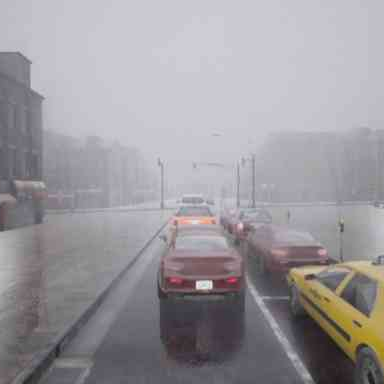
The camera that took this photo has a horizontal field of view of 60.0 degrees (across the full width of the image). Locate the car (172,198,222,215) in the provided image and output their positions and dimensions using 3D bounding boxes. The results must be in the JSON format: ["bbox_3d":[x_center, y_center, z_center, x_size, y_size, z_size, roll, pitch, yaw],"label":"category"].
[{"bbox_3d":[0.125,1.358,15.820,2.097,1.767,4.553,0,0,0],"label":"car"}]

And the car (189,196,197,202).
[{"bbox_3d":[0.204,1.746,83.279,1.837,1.490,4.892,0,0,0],"label":"car"}]

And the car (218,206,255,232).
[{"bbox_3d":[2.684,1.594,20.873,1.802,1.307,4.206,0,0,0],"label":"car"}]

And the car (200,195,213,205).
[{"bbox_3d":[2.784,1.467,63.619,2.192,1.841,5.009,-1,0,0],"label":"car"}]

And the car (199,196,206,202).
[{"bbox_3d":[2.852,1.824,90.800,1.752,1.417,4.829,-1,0,0],"label":"car"}]

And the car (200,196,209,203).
[{"bbox_3d":[2.812,1.646,74.423,1.967,1.590,4.097,-1,0,0],"label":"car"}]

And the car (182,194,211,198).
[{"bbox_3d":[0.097,1.242,25.917,2.150,2.045,5.566,0,0,1],"label":"car"}]

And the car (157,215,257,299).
[{"bbox_3d":[0.146,1.527,8.346,1.812,1.442,4.674,0,0,-2],"label":"car"}]

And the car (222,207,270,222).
[{"bbox_3d":[2.670,1.446,15.407,1.967,1.590,4.097,0,0,0],"label":"car"}]

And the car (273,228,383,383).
[{"bbox_3d":[2.644,1.525,4.643,1.752,1.417,4.829,0,0,0],"label":"car"}]

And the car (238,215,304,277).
[{"bbox_3d":[2.657,1.584,9.941,1.802,1.307,4.206,0,0,0],"label":"car"}]

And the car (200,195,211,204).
[{"bbox_3d":[2.797,1.493,69.022,2.192,1.841,5.009,-1,0,0],"label":"car"}]

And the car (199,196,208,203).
[{"bbox_3d":[2.825,1.675,79.826,1.967,1.590,4.097,-1,0,0],"label":"car"}]
